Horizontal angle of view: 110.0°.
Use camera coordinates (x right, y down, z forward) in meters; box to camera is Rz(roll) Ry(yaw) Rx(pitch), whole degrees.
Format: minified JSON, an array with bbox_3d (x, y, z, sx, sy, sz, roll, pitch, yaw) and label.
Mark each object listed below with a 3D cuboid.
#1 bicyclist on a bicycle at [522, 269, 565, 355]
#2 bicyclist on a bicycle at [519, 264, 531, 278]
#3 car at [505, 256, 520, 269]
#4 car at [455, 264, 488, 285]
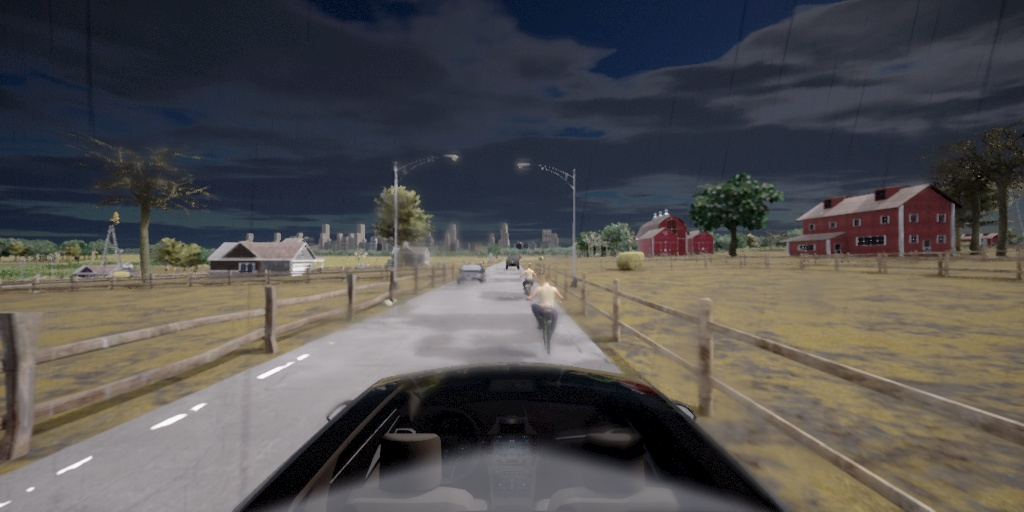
[{"bbox_3d":[0.734,1.183,7.710,0.866,1.612,1.509,0,0,0],"label":"bicyclist on a bicycle"},{"bbox_3d":[0.781,1.184,16.666,0.866,1.612,1.509,0,0,0],"label":"bicyclist on a bicycle"},{"bbox_3d":[0.102,1.071,58.646,2.150,2.045,5.566,0,0,0],"label":"car"},{"bbox_3d":[-2.849,1.282,26.125,1.812,1.442,4.674,0,0,0],"label":"car"}]
